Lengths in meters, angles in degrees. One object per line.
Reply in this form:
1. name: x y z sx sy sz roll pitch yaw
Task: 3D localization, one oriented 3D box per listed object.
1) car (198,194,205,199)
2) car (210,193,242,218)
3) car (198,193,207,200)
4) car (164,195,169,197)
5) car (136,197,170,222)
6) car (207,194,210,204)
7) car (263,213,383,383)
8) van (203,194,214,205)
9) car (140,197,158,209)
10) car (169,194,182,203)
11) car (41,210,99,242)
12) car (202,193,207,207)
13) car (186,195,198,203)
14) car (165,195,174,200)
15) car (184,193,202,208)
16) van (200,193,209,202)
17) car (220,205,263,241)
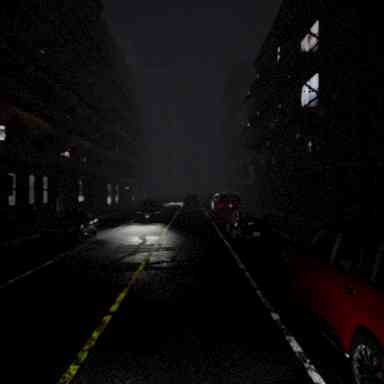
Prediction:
1. car: 2.670 1.384 95.575 1.947 1.339 4.313 0 0 0
2. car: 3.100 1.165 29.288 2.150 2.045 5.566 0 0 0
3. car: 2.673 1.151 84.210 2.192 1.841 5.009 0 0 0
4. car: -5.705 1.399 72.841 1.887 1.381 4.507 0 0 0
5. car: -3.106 1.435 25.577 2.128 1.511 4.902 0 0 0
6. car: 3.098 1.150 36.288 2.150 2.045 5.566 0 0 0
7. car: 2.693 1.304 4.657 2.192 1.841 5.009 0 0 0
8. van: 2.680 1.226 55.798 1.690 1.788 3.998 0 0 0
9. car: -5.698 1.450 44.429 1.887 1.381 4.507 0 0 0
10. car: -3.020 1.461 66.775 1.895 1.301 4.718 0 0 0
11. car: -5.691 1.546 16.017 1.802 1.307 4.206 0 0 0
12. car: 2.681 1.210 50.116 2.192 1.841 5.009 0 0 0
13. car: -0.014 1.229 61.349 2.033 1.411 5.357 0 0 0
14. car: -5.708 1.386 84.206 2.008 1.369 4.403 0 0 0
15. car: -0.010 1.200 43.722 1.882 1.535 5.008 0 0 0
16. van: 2.676 1.196 72.845 1.690 1.788 3.998 0 0 0
17. car: 2.689 1.515 16.022 2.008 1.369 4.403 0 0 0
